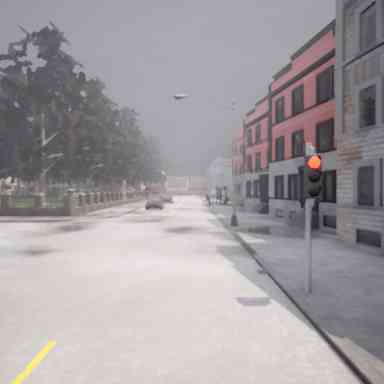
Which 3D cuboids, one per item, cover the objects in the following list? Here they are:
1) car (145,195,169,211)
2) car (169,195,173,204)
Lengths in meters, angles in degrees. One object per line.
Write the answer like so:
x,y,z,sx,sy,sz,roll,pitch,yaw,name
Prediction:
-4.094,1.291,37.578,2.033,1.411,5.357,0,0,0,car
-4.058,1.177,54.347,2.033,1.411,5.357,0,0,0,car
